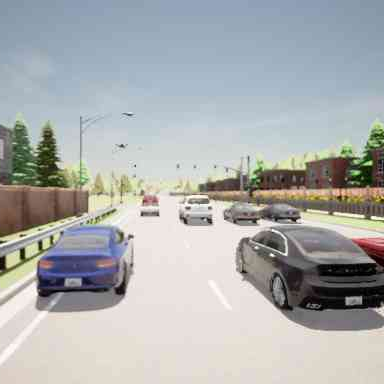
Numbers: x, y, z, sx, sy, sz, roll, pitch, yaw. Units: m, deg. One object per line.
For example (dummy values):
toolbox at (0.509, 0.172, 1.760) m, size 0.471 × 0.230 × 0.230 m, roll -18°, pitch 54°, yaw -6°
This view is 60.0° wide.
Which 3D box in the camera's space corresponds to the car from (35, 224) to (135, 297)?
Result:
car at (-2.521, 1.554, 8.585) m, size 1.812 × 1.442 × 4.674 m, roll 0°, pitch 0°, yaw -7°

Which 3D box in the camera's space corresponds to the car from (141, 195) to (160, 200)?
car at (-5.438, 1.387, 43.509) m, size 2.150 × 2.045 × 5.566 m, roll 0°, pitch 0°, yaw -6°

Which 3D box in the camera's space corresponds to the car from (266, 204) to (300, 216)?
car at (7.122, 1.688, 27.496) m, size 2.033 × 1.411 × 5.357 m, roll 0°, pitch 0°, yaw -7°

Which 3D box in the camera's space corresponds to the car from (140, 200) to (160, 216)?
car at (-4.220, 1.728, 33.606) m, size 1.895 × 1.301 × 4.718 m, roll 0°, pitch 0°, yaw -7°

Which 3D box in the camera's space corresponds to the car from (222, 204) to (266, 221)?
car at (3.759, 1.671, 26.161) m, size 2.033 × 1.411 × 5.357 m, roll 0°, pitch 0°, yaw -7°

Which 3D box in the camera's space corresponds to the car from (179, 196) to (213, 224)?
car at (0.217, 1.333, 26.312) m, size 2.150 × 2.045 × 5.566 m, roll 0°, pitch 0°, yaw -7°

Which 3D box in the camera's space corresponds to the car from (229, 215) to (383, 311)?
car at (2.415, 1.549, 7.945) m, size 1.837 × 1.490 × 4.892 m, roll 0°, pitch 0°, yaw -7°
